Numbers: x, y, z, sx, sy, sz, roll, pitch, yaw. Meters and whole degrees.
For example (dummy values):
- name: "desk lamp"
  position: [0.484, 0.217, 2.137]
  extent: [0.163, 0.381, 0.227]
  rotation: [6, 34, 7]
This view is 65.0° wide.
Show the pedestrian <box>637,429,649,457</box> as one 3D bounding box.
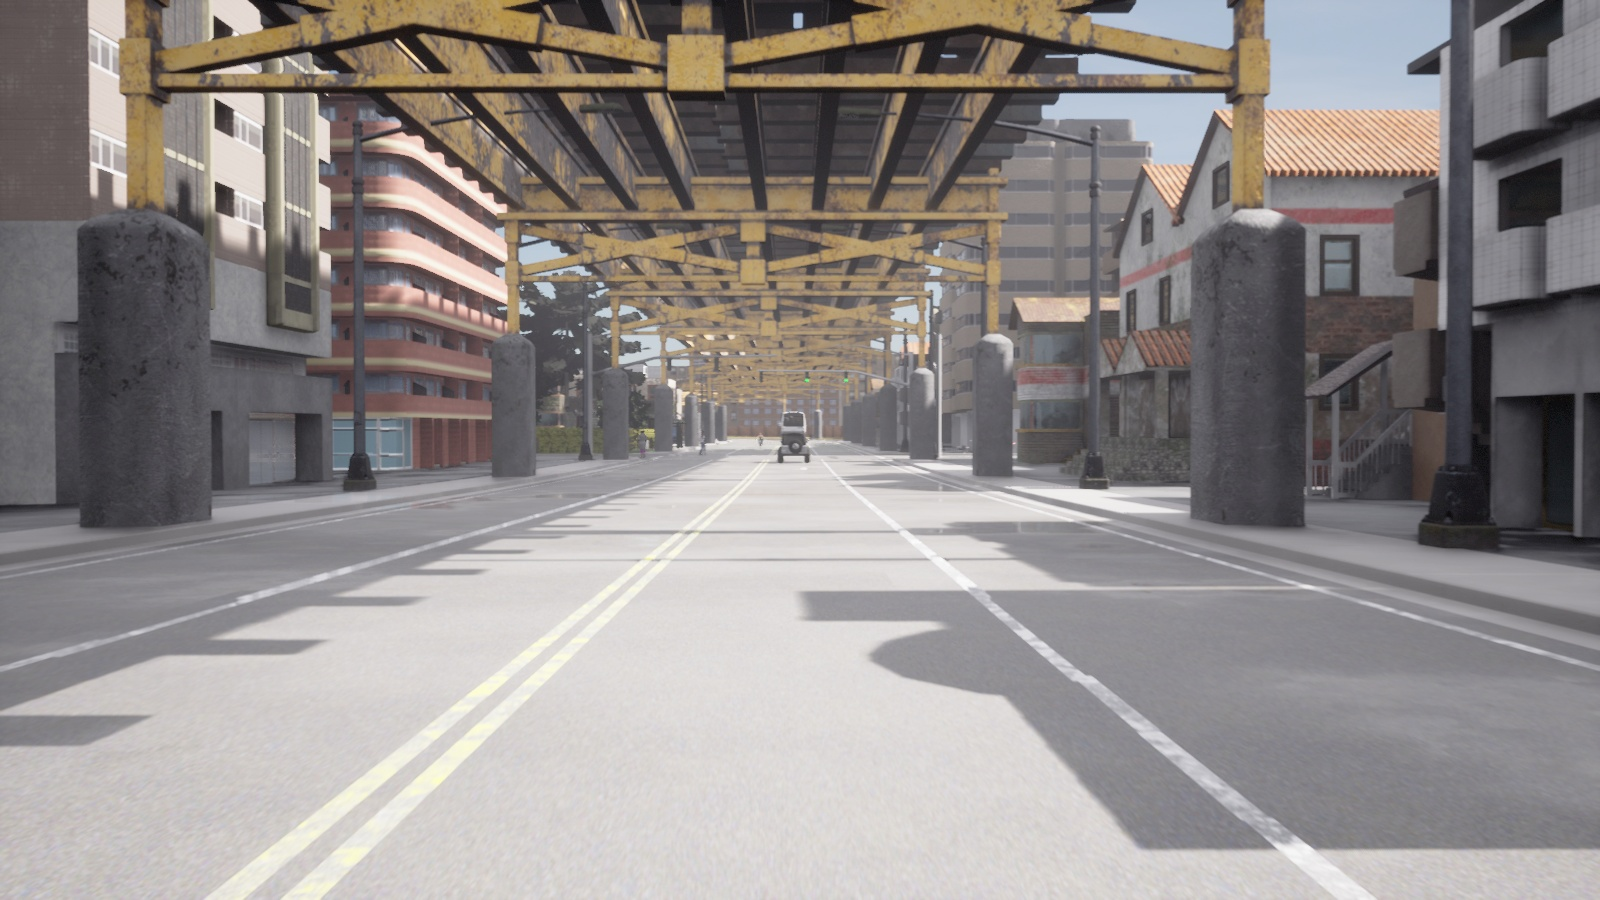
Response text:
- name: "pedestrian"
  position: [-11.025, -0.487, 88.149]
  extent: [0.659, 1.952, 0.873]
  rotation: [0, 1, -21]

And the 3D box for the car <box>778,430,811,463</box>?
- name: "car"
  position: [-0.326, -0.207, 74.453]
  extent: [1.905, 1.878, 3.866]
  rotation: [0, 1, 0]
